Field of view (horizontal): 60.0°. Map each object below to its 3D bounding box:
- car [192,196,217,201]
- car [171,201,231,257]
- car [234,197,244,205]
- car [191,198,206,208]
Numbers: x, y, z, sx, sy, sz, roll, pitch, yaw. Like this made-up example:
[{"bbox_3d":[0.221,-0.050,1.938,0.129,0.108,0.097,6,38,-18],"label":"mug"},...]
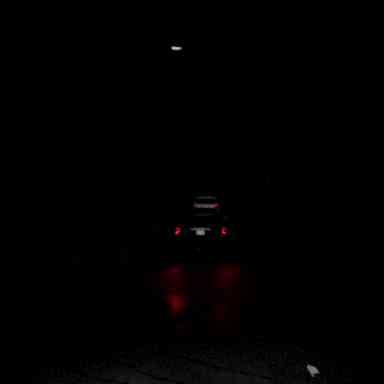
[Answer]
[{"bbox_3d":[1.255,1.351,28.281,2.150,2.045,5.566,0,0,5],"label":"car"},{"bbox_3d":[0.390,1.407,13.402,2.097,1.767,4.553,0,0,3],"label":"car"},{"bbox_3d":[9.418,1.817,66.930,1.970,1.475,3.806,0,-1,10],"label":"car"},{"bbox_3d":[1.126,1.764,55.099,1.882,1.535,5.008,0,-1,9],"label":"car"}]
